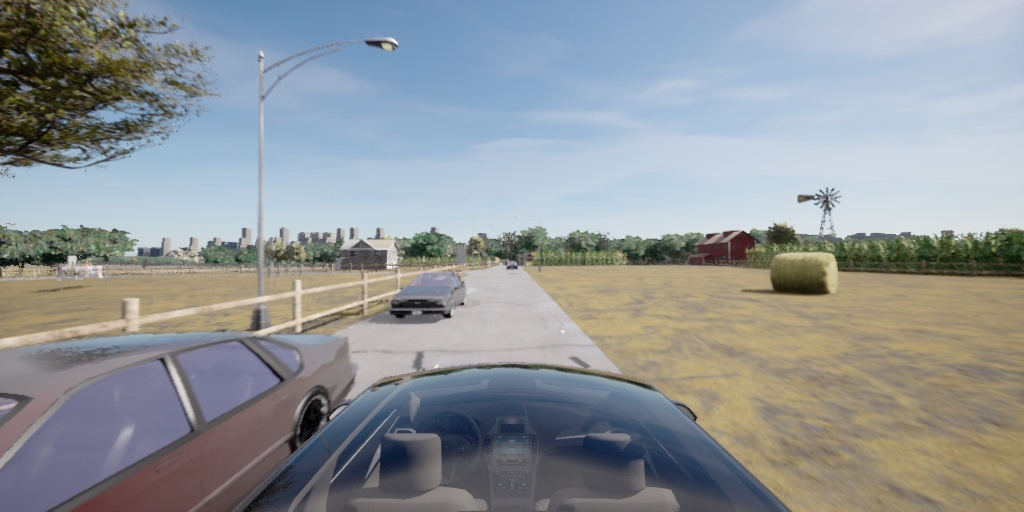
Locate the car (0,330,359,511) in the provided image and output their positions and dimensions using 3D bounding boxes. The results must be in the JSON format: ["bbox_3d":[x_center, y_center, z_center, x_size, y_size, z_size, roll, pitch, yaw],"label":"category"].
[{"bbox_3d":[-2.847,1.299,2.211,2.033,1.411,5.357,0,0,0],"label":"car"}]

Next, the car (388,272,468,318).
[{"bbox_3d":[-2.801,1.312,13.306,2.033,1.411,5.357,0,0,1],"label":"car"}]

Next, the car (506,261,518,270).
[{"bbox_3d":[0.022,1.635,59.708,1.895,1.301,4.718,0,-1,0],"label":"car"}]
